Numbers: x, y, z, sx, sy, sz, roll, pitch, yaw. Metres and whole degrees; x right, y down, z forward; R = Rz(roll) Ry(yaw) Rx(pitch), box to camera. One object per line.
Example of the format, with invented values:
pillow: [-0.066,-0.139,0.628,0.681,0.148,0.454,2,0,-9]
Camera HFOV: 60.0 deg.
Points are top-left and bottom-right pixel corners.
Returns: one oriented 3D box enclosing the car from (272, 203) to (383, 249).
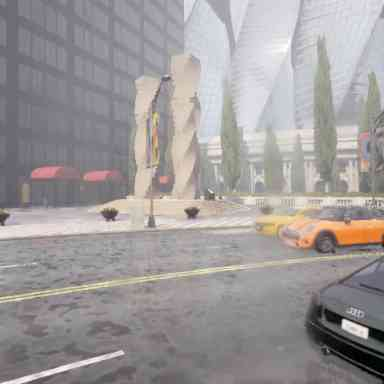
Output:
car: [5.870,1.349,13.322,4.553,1.767,2.097,0,0,-16]

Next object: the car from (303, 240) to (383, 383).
car: [3.685,1.564,4.788,4.181,1.385,1.994,0,0,-27]

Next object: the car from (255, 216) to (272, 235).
car: [5.627,1.474,16.918,5.008,1.535,1.882,0,0,-15]
